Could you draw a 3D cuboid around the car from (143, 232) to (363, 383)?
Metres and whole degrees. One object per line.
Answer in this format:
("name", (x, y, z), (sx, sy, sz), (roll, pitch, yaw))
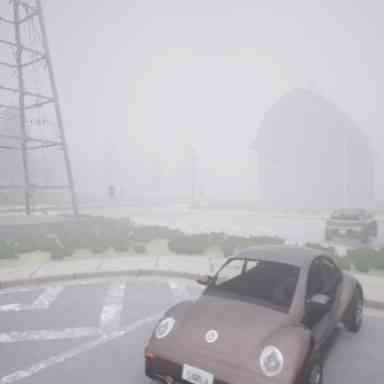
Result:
("car", (1.176, 1.520, 4.744), (1.784, 1.438, 3.905), (0, 0, 36))

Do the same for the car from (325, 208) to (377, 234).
("car", (7.655, 1.504, 15.922), (1.816, 1.474, 4.193), (0, 0, 36))
